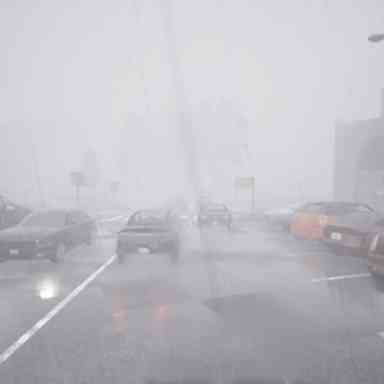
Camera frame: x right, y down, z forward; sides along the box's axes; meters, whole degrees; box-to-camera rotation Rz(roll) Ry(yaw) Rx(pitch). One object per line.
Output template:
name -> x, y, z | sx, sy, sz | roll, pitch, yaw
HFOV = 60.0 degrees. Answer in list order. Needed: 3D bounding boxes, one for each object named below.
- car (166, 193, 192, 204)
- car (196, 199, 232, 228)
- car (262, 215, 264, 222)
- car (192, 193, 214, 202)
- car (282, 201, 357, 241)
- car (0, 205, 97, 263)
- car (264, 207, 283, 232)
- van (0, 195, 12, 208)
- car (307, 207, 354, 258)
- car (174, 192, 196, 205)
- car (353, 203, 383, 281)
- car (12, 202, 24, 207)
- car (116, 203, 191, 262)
car -> -1.299, 1.084, 30.050 | 2.128, 1.511, 4.902 | 0, 1, 0
car -> 1.243, 1.347, 20.052 | 1.895, 1.301, 4.718 | 0, 1, 0
car -> 6.380, 1.264, 19.411 | 4.674, 1.452, 2.002 | 1, 1, -20
car -> 1.368, 0.834, 36.506 | 2.128, 1.511, 4.902 | 0, 3, 2
car -> 6.370, 1.173, 13.502 | 4.553, 1.767, 2.185 | 1, 1, -20
car -> -4.812, 1.332, 11.552 | 1.882, 1.535, 5.008 | 0, 1, 1
car -> 6.362, 1.290, 16.449 | 4.792, 1.488, 2.163 | 1, 1, -20
van -> -10.801, 1.092, 14.752 | 4.442, 1.987, 1.878 | -1, 1, -18
car -> 6.432, 1.365, 10.573 | 4.792, 1.488, 2.163 | 1, 1, -20
car -> -0.807, 0.724, 40.646 | 1.895, 1.301, 4.718 | 0, 3, 8
car -> 6.383, 1.247, 7.602 | 4.553, 1.767, 2.185 | 1, 0, -20
car -> -10.589, 1.279, 17.790 | 5.008, 1.535, 2.097 | -1, 1, -18
car -> -1.262, 1.349, 11.462 | 2.128, 1.511, 4.902 | 0, 1, 1
